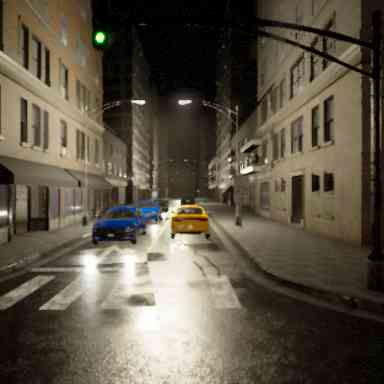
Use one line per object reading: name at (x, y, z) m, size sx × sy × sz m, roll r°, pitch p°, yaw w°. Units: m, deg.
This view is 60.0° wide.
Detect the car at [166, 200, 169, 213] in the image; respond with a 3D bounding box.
car at (-3.457, 1.486, 36.556) m, size 2.033 × 1.411 × 5.357 m, roll 0°, pitch 0°, yaw -1°

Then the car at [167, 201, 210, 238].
car at (-0.105, 1.447, 17.654) m, size 1.882 × 1.535 × 5.008 m, roll 0°, pitch 0°, yaw -1°

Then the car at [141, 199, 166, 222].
car at (-3.392, 1.434, 25.967) m, size 1.882 × 1.535 × 5.008 m, roll 0°, pitch 0°, yaw 0°

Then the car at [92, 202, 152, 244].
car at (-3.272, 1.454, 15.784) m, size 1.882 × 1.535 × 5.008 m, roll 0°, pitch 0°, yaw -1°

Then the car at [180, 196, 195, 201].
car at (-0.589, 1.273, 46.781) m, size 2.097 × 1.767 × 4.553 m, roll 0°, pitch 0°, yaw -1°
